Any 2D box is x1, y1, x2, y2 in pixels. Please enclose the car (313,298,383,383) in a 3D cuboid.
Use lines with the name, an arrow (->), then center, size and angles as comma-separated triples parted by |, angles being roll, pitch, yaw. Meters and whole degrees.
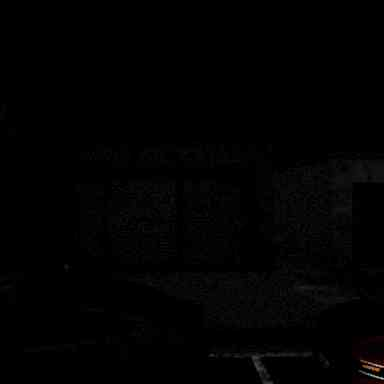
car -> 3.714, 1.631, 3.784 | 4.507, 1.381, 1.887 | 0, -1, -2

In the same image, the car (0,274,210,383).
car -> -1.950, 1.647, 3.568 | 4.313, 1.339, 1.947 | 0, -1, -2
